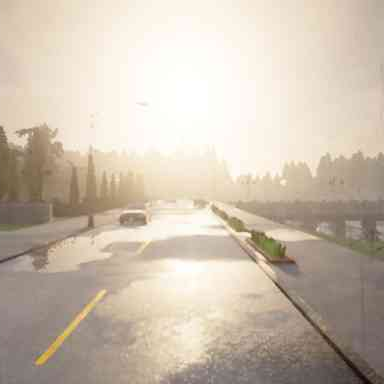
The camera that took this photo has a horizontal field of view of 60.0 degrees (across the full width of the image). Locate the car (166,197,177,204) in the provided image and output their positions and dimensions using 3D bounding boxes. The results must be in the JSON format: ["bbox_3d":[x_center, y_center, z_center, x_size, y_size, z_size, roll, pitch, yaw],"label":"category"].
[{"bbox_3d":[-4.004,1.645,65.433,1.812,1.442,4.674,0,0,0],"label":"car"}]

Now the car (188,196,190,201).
[{"bbox_3d":[0.008,1.586,87.354,1.994,1.385,4.181,0,0,0],"label":"car"}]

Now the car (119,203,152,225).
[{"bbox_3d":[-4.095,1.569,24.656,1.812,1.442,4.674,0,0,0],"label":"car"}]

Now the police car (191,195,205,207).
[{"bbox_3d":[1.165,1.496,54.108,1.930,1.638,5.238,-2,-1,0],"label":"police car"}]
